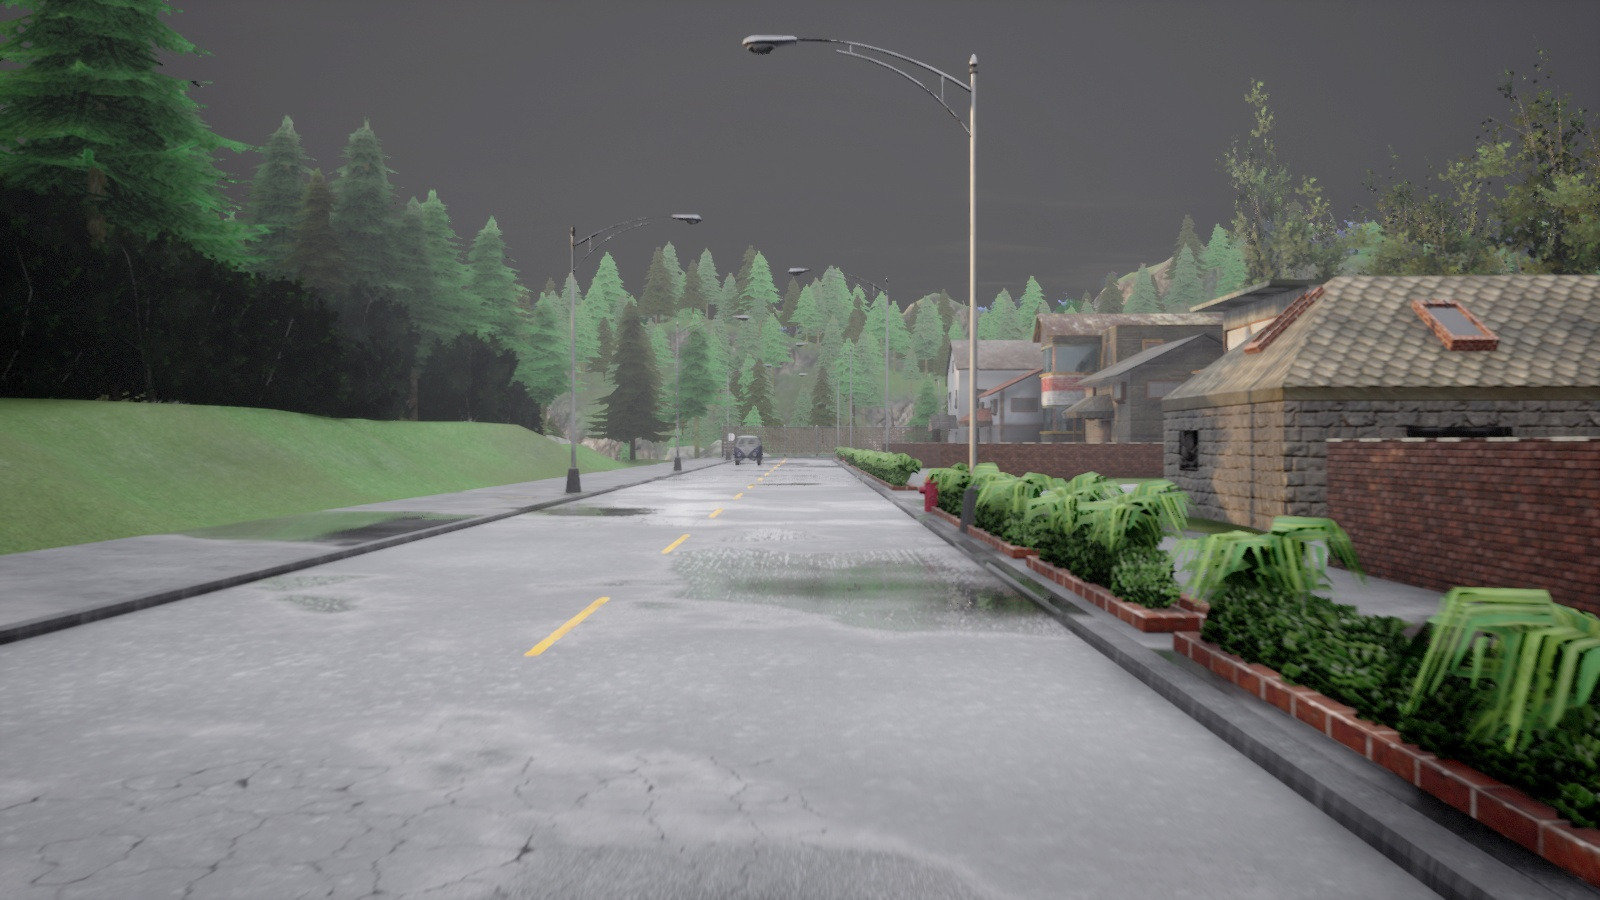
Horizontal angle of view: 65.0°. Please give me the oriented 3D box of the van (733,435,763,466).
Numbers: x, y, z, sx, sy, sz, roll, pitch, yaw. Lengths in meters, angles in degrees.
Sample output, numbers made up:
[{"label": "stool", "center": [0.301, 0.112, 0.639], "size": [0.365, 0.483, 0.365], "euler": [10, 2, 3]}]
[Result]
[{"label": "van", "center": [-3.466, 0.025, 83.849], "size": [1.775, 1.987, 4.442], "euler": [0, 0, 0]}]
